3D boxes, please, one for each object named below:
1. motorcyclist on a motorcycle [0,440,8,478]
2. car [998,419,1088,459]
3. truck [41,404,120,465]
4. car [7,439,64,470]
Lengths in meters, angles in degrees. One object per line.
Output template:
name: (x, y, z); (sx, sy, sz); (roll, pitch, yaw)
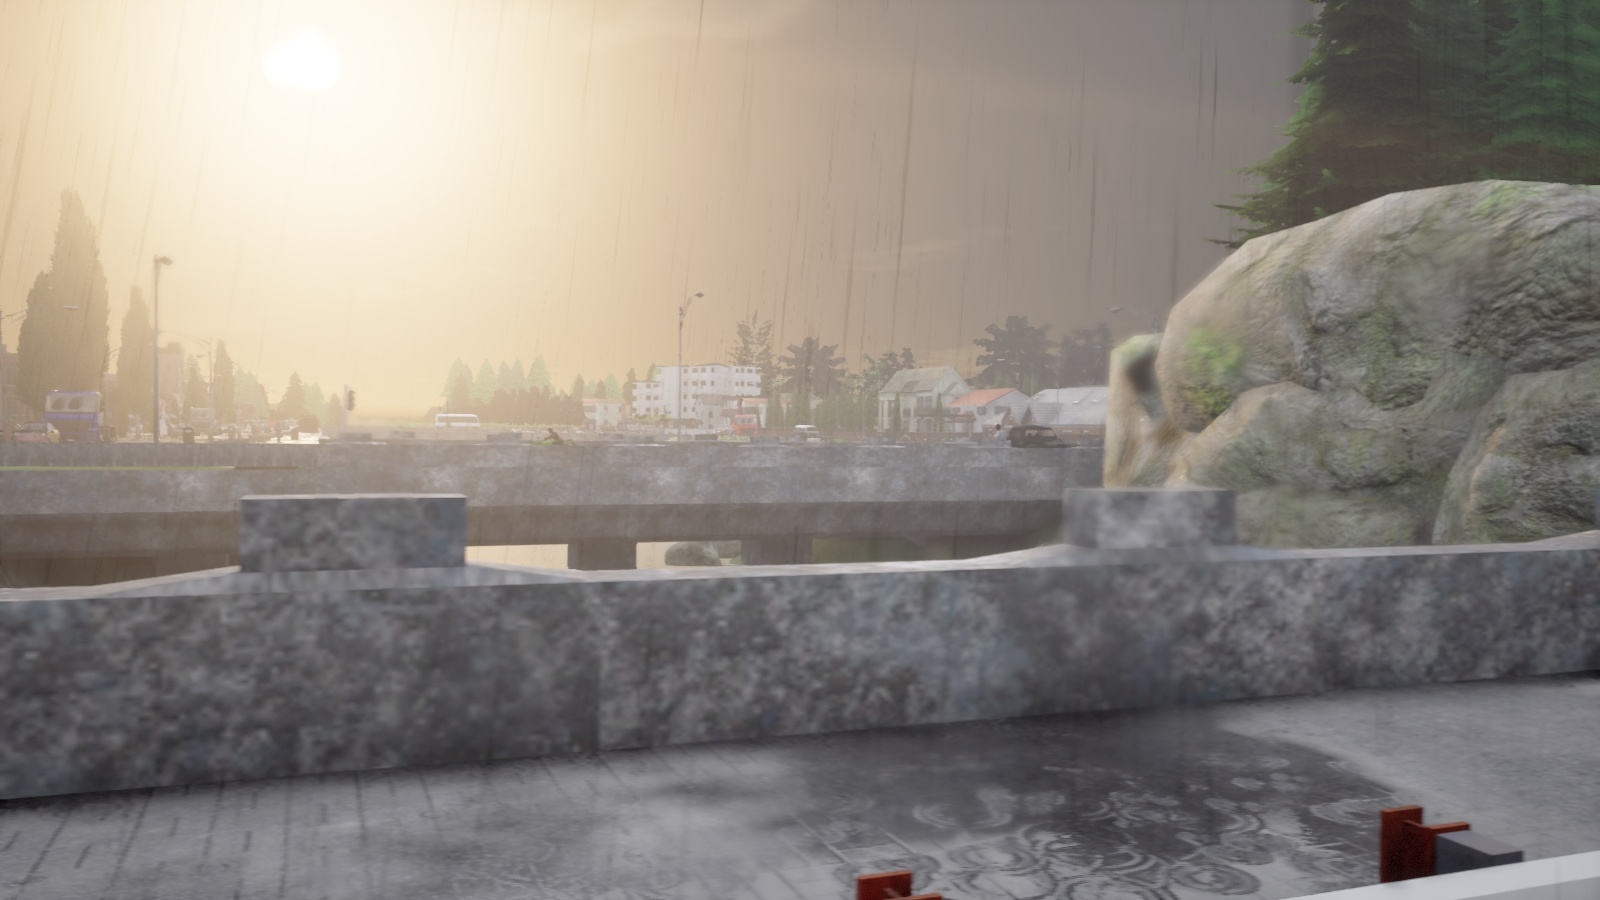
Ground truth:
motorcyclist on a motorcycle: (-33.025, 0.354, 51.277); (0.866, 1.530, 2.191); (0, 0, -40)
car: (11.834, -0.530, 61.192); (3.866, 1.878, 1.905); (-1, 1, -21)
truck: (-43.696, -0.956, 76.479); (2.891, 3.462, 7.936); (-1, 1, -21)
car: (-38.996, 0.190, 64.129); (1.845, 1.501, 3.633); (-1, 1, -21)
